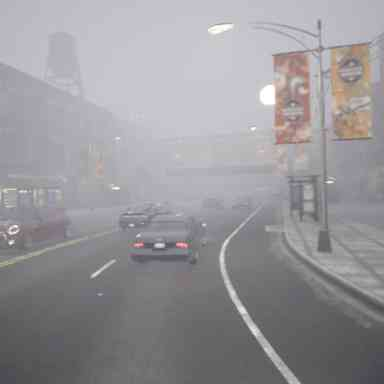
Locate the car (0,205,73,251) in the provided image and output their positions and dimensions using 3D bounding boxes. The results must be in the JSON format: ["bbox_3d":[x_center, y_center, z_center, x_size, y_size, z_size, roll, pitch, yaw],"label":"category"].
[{"bbox_3d":[-7.212,1.432,14.624,2.097,1.767,4.553,-1,0,10],"label":"car"}]

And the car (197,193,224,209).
[{"bbox_3d":[2.526,1.150,38.415,2.128,1.511,4.902,-1,0,15],"label":"car"}]

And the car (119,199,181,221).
[{"bbox_3d":[-2.475,1.418,19.062,2.128,1.511,4.902,-1,0,13],"label":"car"}]

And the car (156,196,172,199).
[{"bbox_3d":[-3.767,1.302,42.382,2.128,1.511,4.902,-1,0,15],"label":"car"}]

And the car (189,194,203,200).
[{"bbox_3d":[0.925,1.055,72.083,1.895,1.301,4.718,-1,0,15],"label":"car"}]

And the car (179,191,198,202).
[{"bbox_3d":[-0.943,0.788,64.922,2.435,2.045,5.566,-1,0,15],"label":"car"}]

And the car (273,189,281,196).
[{"bbox_3d":[22.772,0.129,89.029,2.185,1.767,4.553,-1,0,15],"label":"car"}]

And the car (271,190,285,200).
[{"bbox_3d":[19.971,0.402,78.627,2.231,1.521,4.892,-1,0,25],"label":"car"}]

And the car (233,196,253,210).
[{"bbox_3d":[5.594,1.142,36.344,2.033,1.411,5.357,-1,0,15],"label":"car"}]

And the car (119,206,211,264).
[{"bbox_3d":[-0.587,1.479,11.558,2.033,1.411,5.357,-1,0,7],"label":"car"}]
